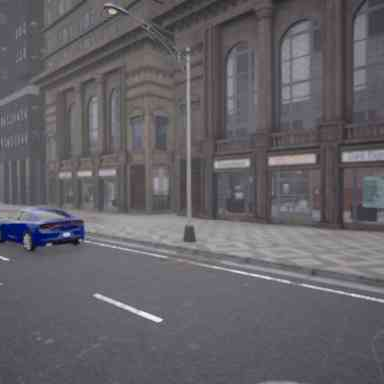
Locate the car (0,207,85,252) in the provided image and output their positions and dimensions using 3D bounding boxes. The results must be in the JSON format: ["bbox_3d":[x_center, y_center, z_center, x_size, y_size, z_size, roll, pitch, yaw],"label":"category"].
[{"bbox_3d":[-6.254,1.352,13.467,5.008,1.535,1.882,0,1,43],"label":"car"}]
